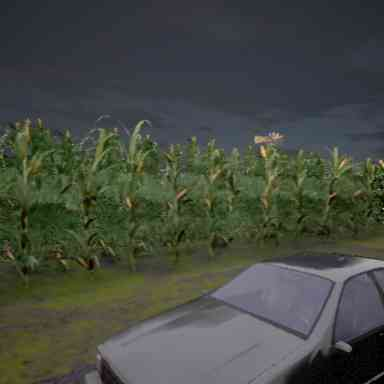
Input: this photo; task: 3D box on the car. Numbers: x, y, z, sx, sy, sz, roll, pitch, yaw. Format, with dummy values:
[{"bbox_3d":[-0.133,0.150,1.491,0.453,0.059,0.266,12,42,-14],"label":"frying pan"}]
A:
[{"bbox_3d":[1.561,1.544,4.158,5.357,1.411,2.033,0,0,-35],"label":"car"}]
